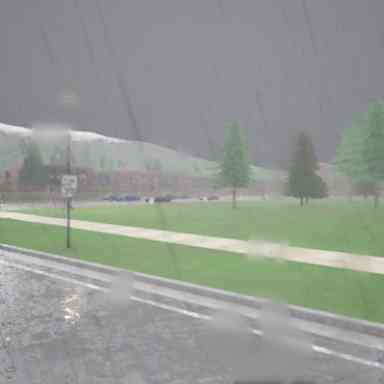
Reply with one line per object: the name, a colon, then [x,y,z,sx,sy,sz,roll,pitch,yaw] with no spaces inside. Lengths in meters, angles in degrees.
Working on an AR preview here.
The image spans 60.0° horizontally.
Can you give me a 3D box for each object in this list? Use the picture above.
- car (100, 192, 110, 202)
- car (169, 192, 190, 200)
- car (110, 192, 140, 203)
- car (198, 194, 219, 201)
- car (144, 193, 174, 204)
car: [-14.165,0.818,59.203,2.097,1.767,4.553,1,0,35]
car: [-2.331,0.905,69.983,1.994,1.385,4.181,1,0,35]
car: [-11.190,0.984,57.373,1.882,1.535,5.008,1,1,35]
car: [3.417,1.164,65.993,2.033,1.411,5.357,1,1,35]
car: [-5.511,1.189,53.313,1.895,1.301,4.718,1,0,35]
